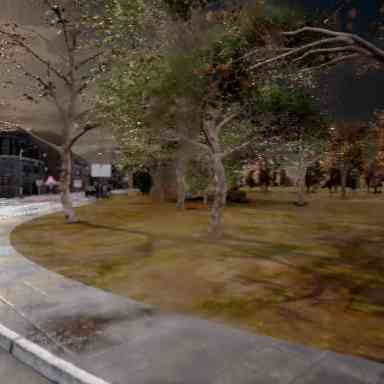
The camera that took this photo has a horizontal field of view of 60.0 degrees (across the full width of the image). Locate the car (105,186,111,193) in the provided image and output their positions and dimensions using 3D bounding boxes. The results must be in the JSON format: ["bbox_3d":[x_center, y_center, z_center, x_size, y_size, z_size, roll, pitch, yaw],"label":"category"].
[{"bbox_3d":[-18.666,-0.496,71.539,2.128,1.511,4.902,-1,2,-3],"label":"car"}]

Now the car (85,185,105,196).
[{"bbox_3d":[-18.081,-0.291,61.162,2.150,2.045,5.566,-1,2,-3],"label":"car"}]
